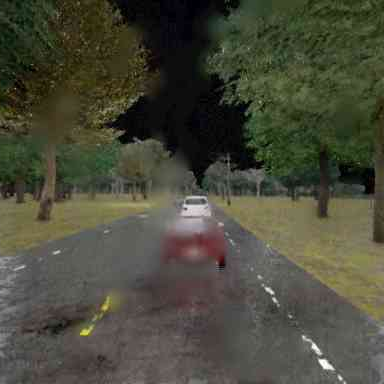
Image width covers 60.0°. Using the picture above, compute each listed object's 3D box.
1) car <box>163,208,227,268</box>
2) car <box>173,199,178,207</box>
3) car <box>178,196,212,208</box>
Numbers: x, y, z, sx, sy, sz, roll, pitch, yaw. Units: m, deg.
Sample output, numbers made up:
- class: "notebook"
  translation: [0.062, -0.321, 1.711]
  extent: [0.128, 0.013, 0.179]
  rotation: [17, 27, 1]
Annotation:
- class: "car"
  translation: [0.117, 1.536, 11.609]
  extent: [1.882, 1.535, 5.008]
  rotation: [0, 0, 1]
- class: "car"
  translation: [-2.212, 1.874, 57.764]
  extent: [2.033, 1.411, 5.357]
  rotation: [0, 0, 3]
- class: "car"
  translation: [0.363, 1.361, 26.303]
  extent: [2.150, 2.045, 5.566]
  rotation: [0, 0, 2]
